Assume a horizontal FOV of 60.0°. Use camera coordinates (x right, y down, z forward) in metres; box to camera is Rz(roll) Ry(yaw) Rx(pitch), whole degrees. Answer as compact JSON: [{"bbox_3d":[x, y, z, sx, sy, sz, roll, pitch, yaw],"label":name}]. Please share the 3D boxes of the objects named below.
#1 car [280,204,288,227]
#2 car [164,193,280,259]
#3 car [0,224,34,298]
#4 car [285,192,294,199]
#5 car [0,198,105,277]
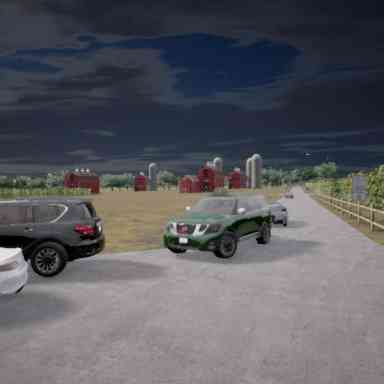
[{"bbox_3d":[5.002,1.368,20.964,1.994,1.385,4.181,0,1,18],"label":"car"},{"bbox_3d":[1.260,1.110,12.707,2.150,2.045,5.566,-1,1,34],"label":"car"},{"bbox_3d":[-5.648,1.615,6.169,4.674,1.442,1.812,-2,1,-22],"label":"car"},{"bbox_3d":[20.736,0.724,70.828,1.882,1.535,5.008,0,1,18],"label":"car"},{"bbox_3d":[-5.390,1.231,9.622,5.566,2.045,2.150,-1,1,-4],"label":"car"}]
